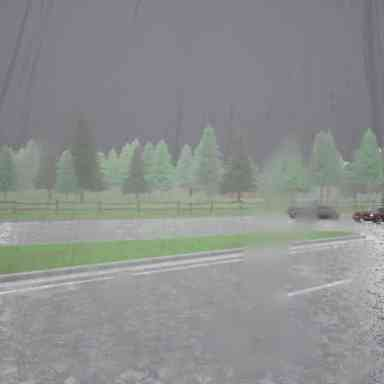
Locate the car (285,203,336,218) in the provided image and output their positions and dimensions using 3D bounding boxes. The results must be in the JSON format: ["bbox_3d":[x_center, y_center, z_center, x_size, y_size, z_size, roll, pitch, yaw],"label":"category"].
[{"bbox_3d":[11.521,1.771,32.162,4.718,1.301,1.895,1,0,-27],"label":"car"}]

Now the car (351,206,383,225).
[{"bbox_3d":[14.715,1.779,25.934,4.718,1.301,1.895,1,0,-27],"label":"car"}]

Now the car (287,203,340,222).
[{"bbox_3d":[10.232,1.712,27.602,4.181,1.385,1.994,1,0,-27],"label":"car"}]
